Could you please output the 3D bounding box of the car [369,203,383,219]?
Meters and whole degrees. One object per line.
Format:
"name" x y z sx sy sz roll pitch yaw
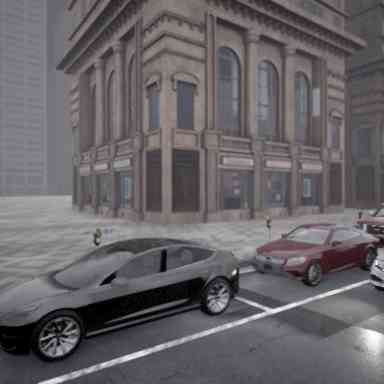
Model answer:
"car" 8.075 1.234 12.406 5.009 1.841 2.192 0 0 -36

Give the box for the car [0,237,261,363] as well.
"car" -1.044 1.551 5.900 4.313 1.339 1.947 0 0 -36

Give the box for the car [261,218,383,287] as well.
"car" 3.516 1.534 9.154 4.206 1.307 1.802 0 0 -36

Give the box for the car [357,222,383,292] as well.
"car" 5.980 1.471 7.645 4.674 1.442 1.812 0 0 -35
